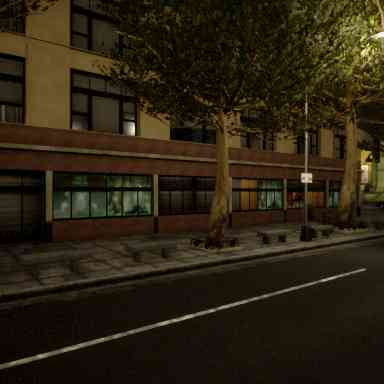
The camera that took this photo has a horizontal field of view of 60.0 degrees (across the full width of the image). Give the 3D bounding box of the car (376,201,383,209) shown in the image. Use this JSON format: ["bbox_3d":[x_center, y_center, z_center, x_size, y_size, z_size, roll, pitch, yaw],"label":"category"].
[{"bbox_3d":[26.641,1.500,43.308,1.837,1.490,4.892,0,-1,-36],"label":"car"}]
